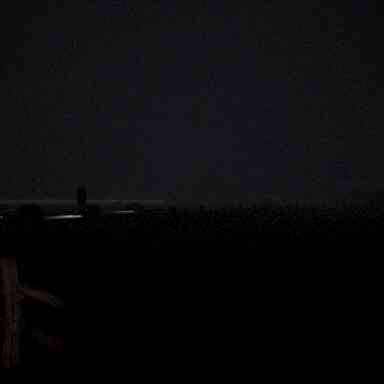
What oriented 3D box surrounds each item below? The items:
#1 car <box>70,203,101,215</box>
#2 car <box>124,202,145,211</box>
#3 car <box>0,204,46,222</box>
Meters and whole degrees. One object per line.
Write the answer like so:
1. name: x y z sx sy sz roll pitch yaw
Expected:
1. car: -12.544 2.024 39.521 1.994 1.385 4.181 -1 -1 15
2. car: -8.980 2.218 51.826 1.994 1.385 4.181 -1 -1 17
3. car: -15.125 1.839 29.878 1.812 1.442 4.674 -1 -1 15
